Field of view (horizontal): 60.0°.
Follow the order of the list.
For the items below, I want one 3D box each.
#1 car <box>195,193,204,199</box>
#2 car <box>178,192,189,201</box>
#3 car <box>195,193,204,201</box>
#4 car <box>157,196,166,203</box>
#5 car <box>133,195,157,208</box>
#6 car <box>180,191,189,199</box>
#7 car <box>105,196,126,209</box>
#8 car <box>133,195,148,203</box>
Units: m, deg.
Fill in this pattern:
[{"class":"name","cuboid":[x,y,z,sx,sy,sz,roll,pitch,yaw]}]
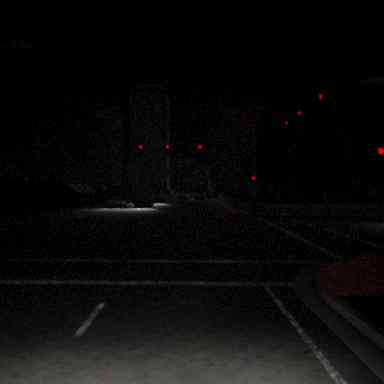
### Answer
[{"class":"car","cuboid":[1.782,0.935,78.167,2.128,1.511,4.902,0,0,1]},{"class":"car","cuboid":[-1.910,1.175,69.655,1.994,1.385,4.181,0,0,1]},{"class":"car","cuboid":[1.575,1.129,68.951,1.837,1.490,4.892,0,0,1]},{"class":"car","cuboid":[-5.702,1.291,58.637,1.895,1.301,4.718,0,0,2]},{"class":"car","cuboid":[-6.108,1.340,42.404,1.994,1.385,4.181,0,0,1]},{"class":"car","cuboid":[-1.718,0.766,78.215,2.097,1.767,4.553,0,0,1]},{"class":"car","cuboid":[-9.610,1.304,42.389,1.812,1.442,4.674,0,0,1]},{"class":"car","cuboid":[-9.185,1.215,59.129,1.812,1.442,4.674,0,0,2]}]
